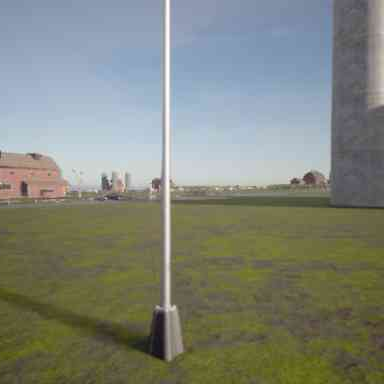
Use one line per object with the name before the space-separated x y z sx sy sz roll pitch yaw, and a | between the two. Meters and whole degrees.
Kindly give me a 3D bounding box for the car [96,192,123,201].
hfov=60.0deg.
car | -14.141 0.780 57.225 1.837 1.490 4.892 1 1 36
